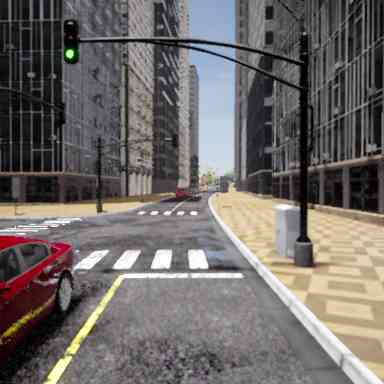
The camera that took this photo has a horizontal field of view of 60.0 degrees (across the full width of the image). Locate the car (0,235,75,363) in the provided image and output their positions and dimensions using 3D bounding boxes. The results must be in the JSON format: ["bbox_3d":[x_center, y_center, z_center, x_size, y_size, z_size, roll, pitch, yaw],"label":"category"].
[{"bbox_3d":[-3.105,1.395,4.342,1.882,1.535,5.008,0,1,-2],"label":"car"}]

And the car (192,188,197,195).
[{"bbox_3d":[0.187,-0.079,78.815,1.837,1.490,4.892,0,1,6],"label":"car"}]

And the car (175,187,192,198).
[{"bbox_3d":[-1.685,0.129,59.964,2.150,2.045,5.566,0,3,5],"label":"car"}]
